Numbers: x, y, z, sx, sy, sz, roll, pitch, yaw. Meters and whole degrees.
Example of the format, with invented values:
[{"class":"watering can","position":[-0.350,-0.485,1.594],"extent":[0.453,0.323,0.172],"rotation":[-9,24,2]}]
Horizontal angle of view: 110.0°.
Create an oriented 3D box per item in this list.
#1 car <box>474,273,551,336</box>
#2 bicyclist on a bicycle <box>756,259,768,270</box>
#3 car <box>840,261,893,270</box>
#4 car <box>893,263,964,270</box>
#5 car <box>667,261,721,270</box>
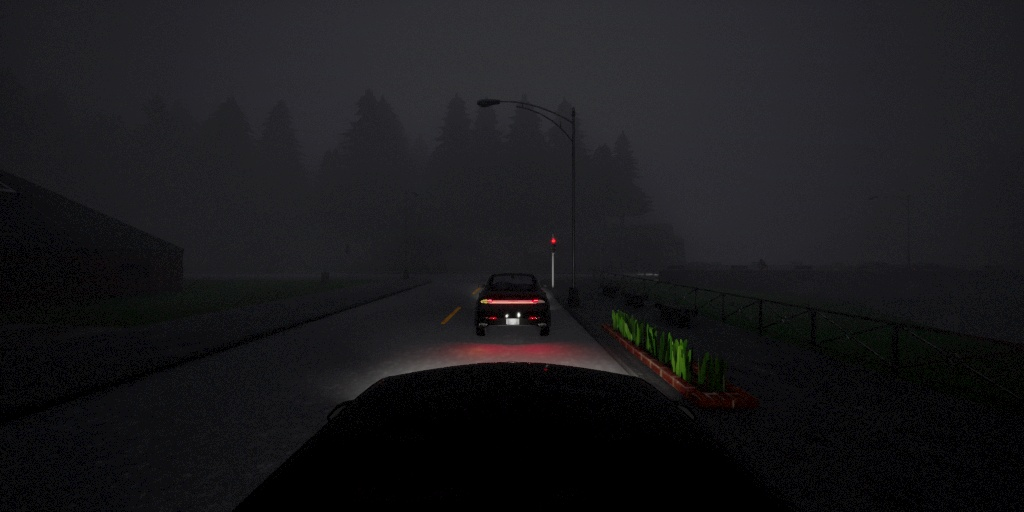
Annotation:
[{"class":"car","position":[0.022,1.242,10.375],"extent":[2.128,1.511,4.902],"rotation":[0,0,0]},{"class":"bicyclist on a bicycle","position":[21.220,1.099,30.390],"extent":[0.582,1.620,1.656],"rotation":[0,0,0]},{"class":"car","position":[38.721,1.298,38.728],"extent":[5.357,1.411,2.033],"rotation":[0,0,0]},{"class":"car","position":[40.461,1.351,34.637],"extent":[4.718,1.301,1.895],"rotation":[0,0,0]},{"class":"car","position":[19.577,1.297,38.793],"extent":[5.357,1.411,2.033],"rotation":[0,0,0]}]
